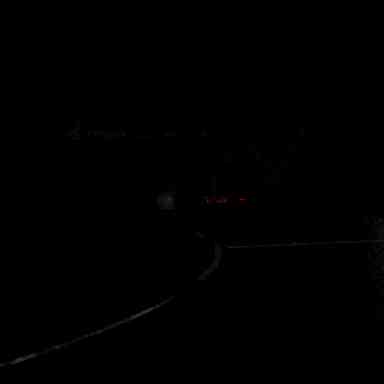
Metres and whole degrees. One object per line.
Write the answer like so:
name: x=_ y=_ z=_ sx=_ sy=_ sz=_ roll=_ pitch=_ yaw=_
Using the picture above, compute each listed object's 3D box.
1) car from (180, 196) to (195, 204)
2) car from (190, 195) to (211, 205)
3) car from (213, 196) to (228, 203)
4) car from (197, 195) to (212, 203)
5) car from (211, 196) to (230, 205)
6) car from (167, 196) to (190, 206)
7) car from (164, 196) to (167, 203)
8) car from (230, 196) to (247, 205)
car: x=-0.999 y=1.518 z=66.567 sx=2.033 sy=1.411 sz=5.357 roll=0 pitch=0 yaw=-12
car: x=1.154 y=1.520 z=56.326 sx=2.033 sy=1.411 sz=5.357 roll=0 pitch=0 yaw=-12
car: x=5.851 y=1.488 z=68.007 sx=1.812 sy=1.442 sz=4.674 roll=0 pitch=0 yaw=-12
car: x=2.426 y=1.471 z=67.287 sx=1.837 sy=1.490 sz=4.892 roll=0 pitch=0 yaw=-12
car: x=4.534 y=1.570 z=57.263 sx=1.895 sy=1.301 sz=4.718 roll=0 pitch=0 yaw=-12
car: x=-2.286 y=1.468 z=55.678 sx=2.128 sy=1.511 sz=4.902 roll=0 pitch=0 yaw=-12
car: x=-4.425 y=1.465 z=65.847 sx=2.128 sy=1.511 sz=4.902 roll=0 pitch=0 yaw=-12
car: x=7.965 y=1.457 z=57.956 sx=2.128 sy=1.511 sz=4.902 roll=0 pitch=0 yaw=-12
